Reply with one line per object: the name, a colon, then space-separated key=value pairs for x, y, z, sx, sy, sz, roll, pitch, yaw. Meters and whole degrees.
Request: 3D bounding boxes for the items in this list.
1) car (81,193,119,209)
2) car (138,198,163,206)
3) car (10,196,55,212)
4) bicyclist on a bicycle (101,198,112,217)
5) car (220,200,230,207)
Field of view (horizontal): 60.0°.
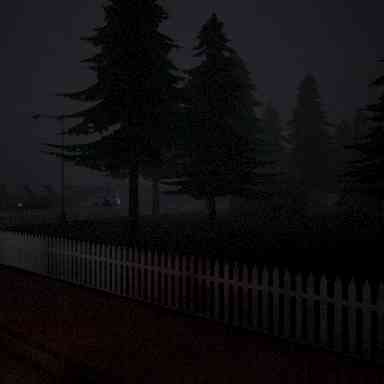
car: x=-12.522 y=1.222 z=45.700 sx=2.150 sy=2.045 sz=5.566 roll=0 pitch=0 yaw=34
car: x=-6.785 y=1.492 z=54.088 sx=2.128 sy=1.511 sz=4.902 roll=0 pitch=0 yaw=35
car: x=-18.018 y=1.352 z=37.625 sx=2.097 sy=1.767 sz=4.553 roll=0 pitch=0 yaw=34
bicyclist on a bicycle: x=-7.164 y=1.302 z=27.830 sx=1.656 sy=1.620 sz=0.582 roll=0 pitch=0 yaw=34
car: x=4.308 y=1.222 z=51.448 sx=2.150 sy=2.045 sz=5.566 roll=0 pitch=0 yaw=34
